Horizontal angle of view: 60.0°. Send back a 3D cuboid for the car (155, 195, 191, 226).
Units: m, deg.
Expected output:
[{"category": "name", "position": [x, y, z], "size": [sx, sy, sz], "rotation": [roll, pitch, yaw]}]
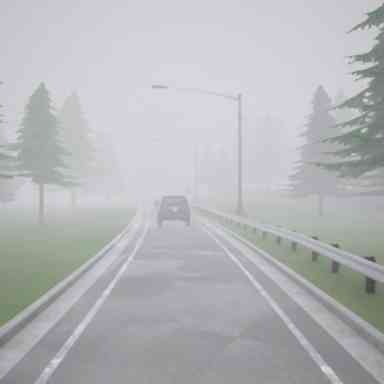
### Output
[{"category": "car", "position": [-1.374, 1.222, 23.668], "size": [2.150, 2.045, 5.566], "rotation": [0, 0, -6]}]
